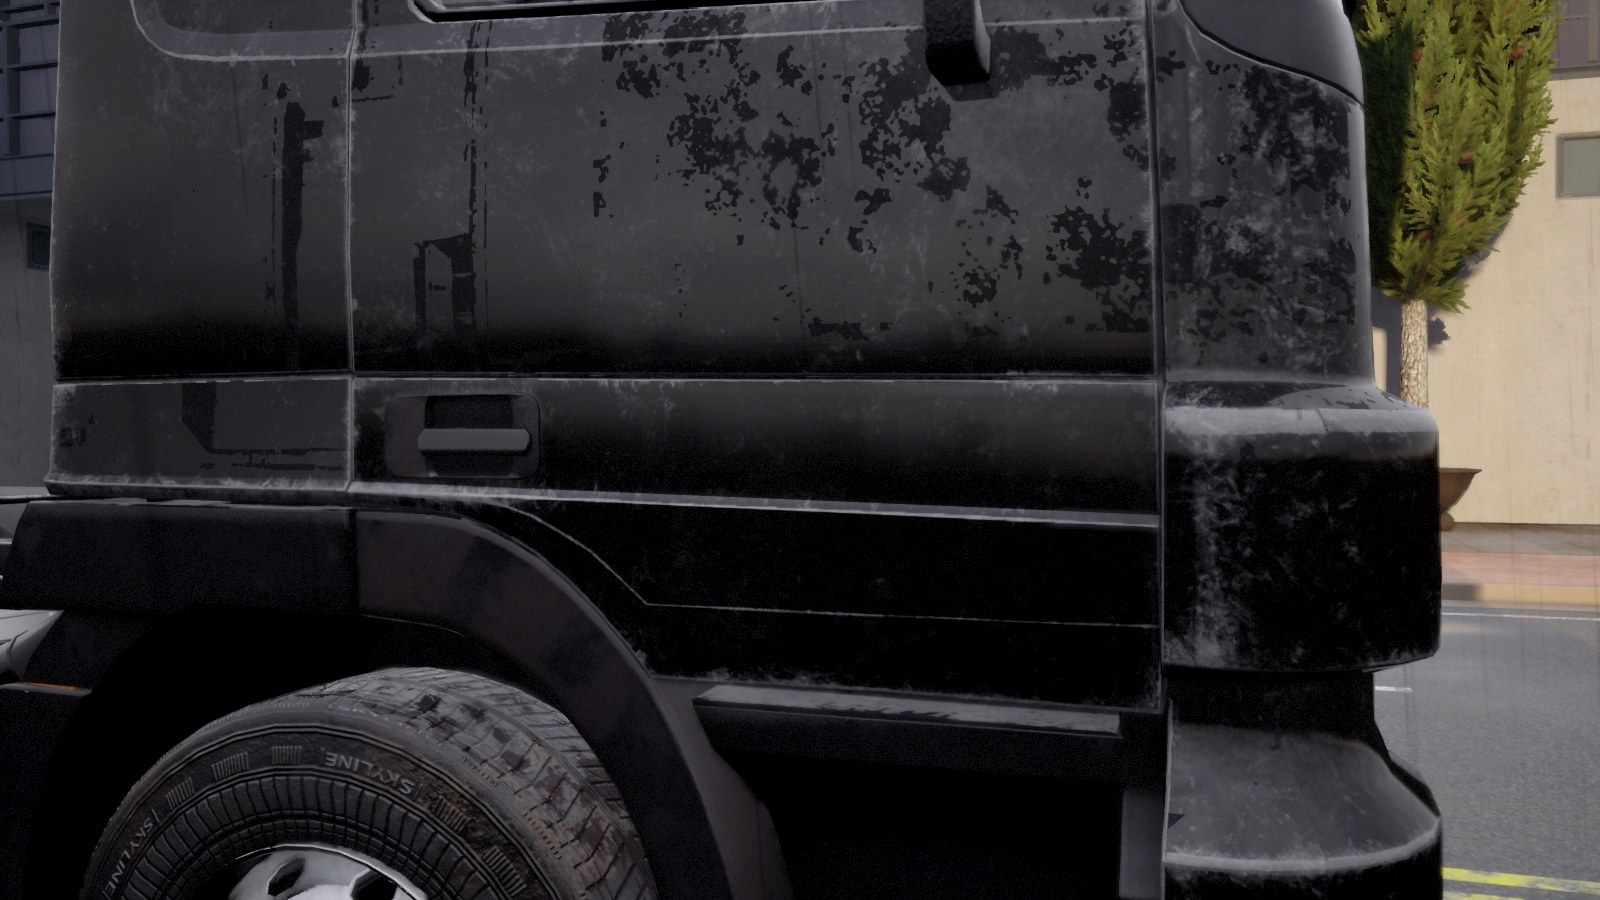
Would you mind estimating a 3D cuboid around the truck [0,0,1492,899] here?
[{"bbox_3d":[-2.510,-0.230,4.057,7.936,3.462,2.891,1,1,19],"label":"truck"}]
